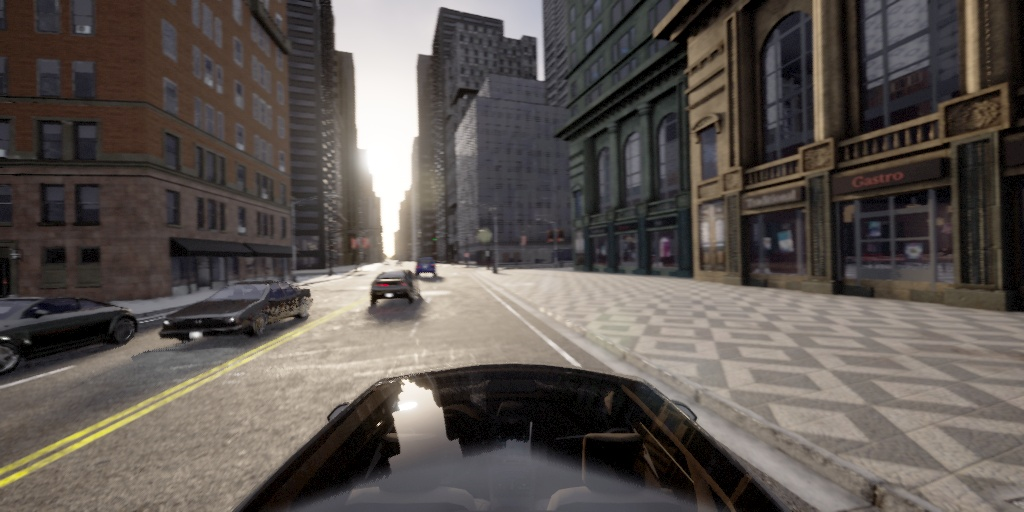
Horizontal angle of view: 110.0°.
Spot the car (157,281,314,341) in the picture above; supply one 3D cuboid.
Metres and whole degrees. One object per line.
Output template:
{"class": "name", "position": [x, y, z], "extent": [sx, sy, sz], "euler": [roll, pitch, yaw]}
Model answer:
{"class": "car", "position": [-7.998, 1.509, 11.184], "extent": [2.033, 1.411, 5.357], "euler": [-1, 0, -10]}

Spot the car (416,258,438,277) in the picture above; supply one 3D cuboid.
{"class": "car", "position": [-9.410, 1.234, 39.492], "extent": [2.150, 2.045, 5.566], "euler": [-1, 0, -10]}

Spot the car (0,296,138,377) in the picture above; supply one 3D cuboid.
{"class": "car", "position": [-10.694, 1.594, 7.721], "extent": [1.994, 1.385, 4.181], "euler": [-1, 0, -10]}

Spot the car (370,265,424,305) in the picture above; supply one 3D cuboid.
{"class": "car", "position": [-5.590, 1.407, 17.476], "extent": [1.837, 1.490, 4.892], "euler": [-1, 0, -10]}
